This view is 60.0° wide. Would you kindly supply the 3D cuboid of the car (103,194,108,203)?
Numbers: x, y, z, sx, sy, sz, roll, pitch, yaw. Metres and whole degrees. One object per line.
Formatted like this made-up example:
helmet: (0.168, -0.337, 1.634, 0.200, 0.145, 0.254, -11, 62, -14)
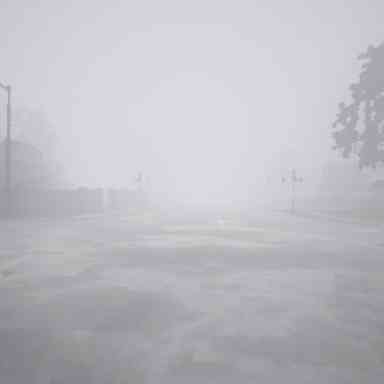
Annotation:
car: (-15.753, 1.094, 57.370, 5.027, 1.636, 2.152, 1, 0, 3)
